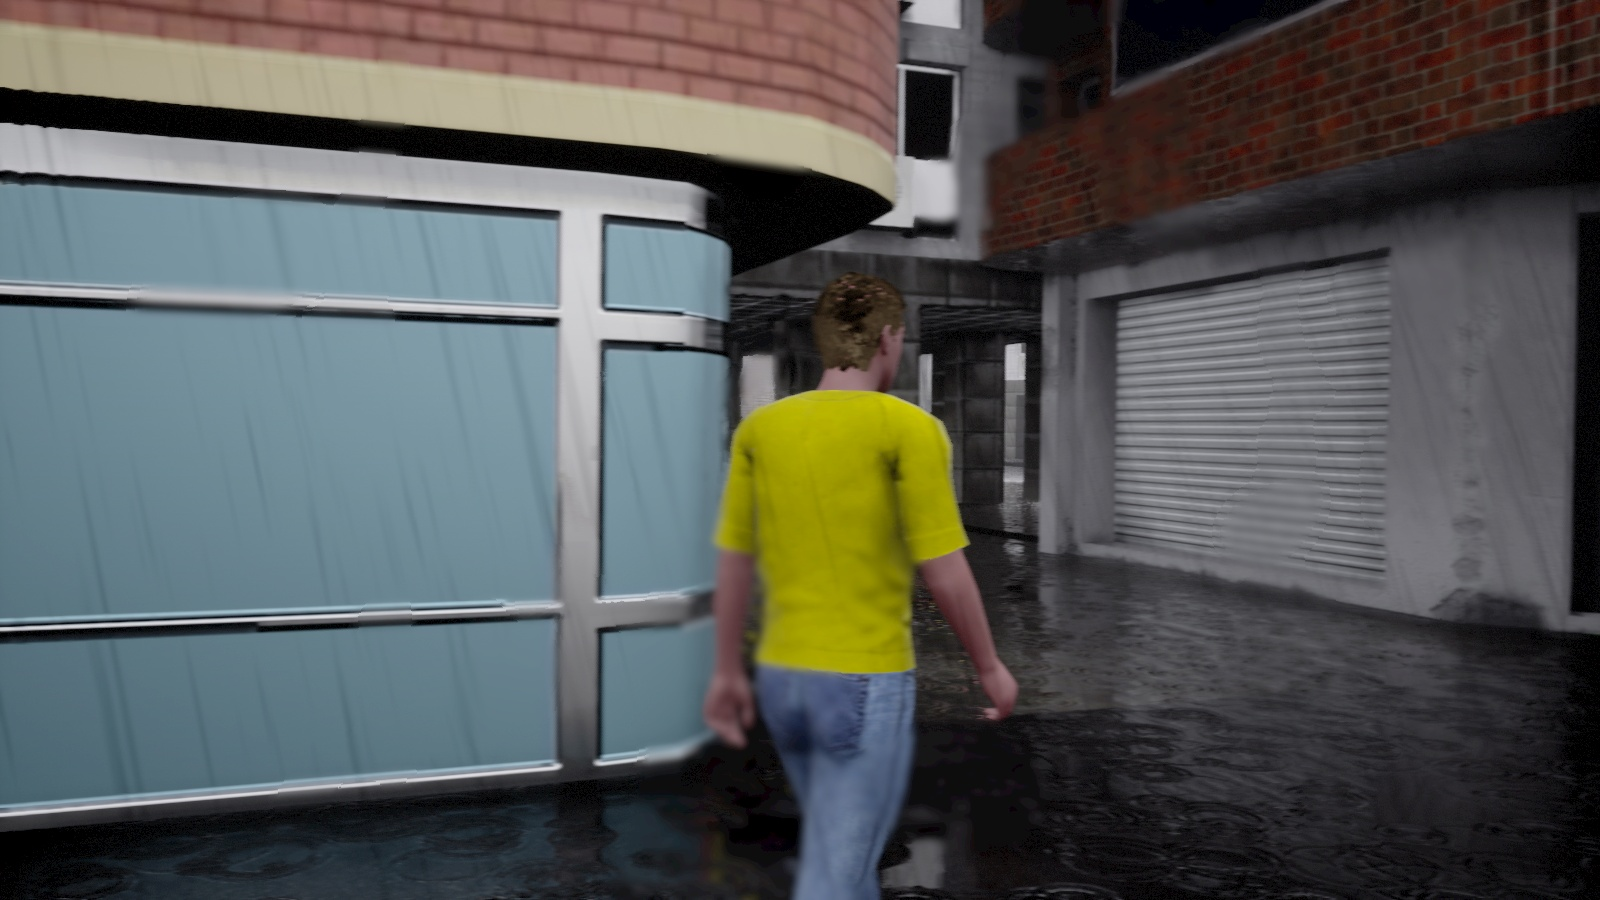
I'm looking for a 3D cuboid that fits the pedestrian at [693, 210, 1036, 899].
[{"bbox_3d":[0.162,0.463,2.731,0.354,1.836,0.706,0,1,44],"label":"pedestrian"}]
